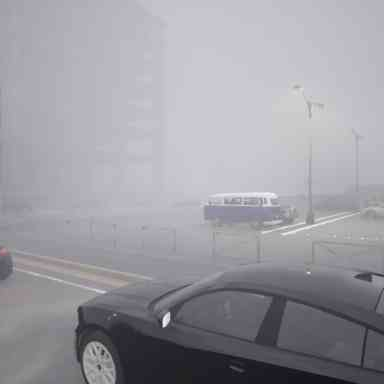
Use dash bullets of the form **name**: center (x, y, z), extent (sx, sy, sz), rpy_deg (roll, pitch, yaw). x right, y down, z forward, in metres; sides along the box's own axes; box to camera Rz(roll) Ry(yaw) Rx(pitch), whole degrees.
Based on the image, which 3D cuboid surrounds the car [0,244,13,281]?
- **car**: center (-6.485, 1.564, 8.610), extent (4.181, 1.385, 1.994), rpy_deg (0, 0, 36)

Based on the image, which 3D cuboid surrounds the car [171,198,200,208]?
- **car**: center (-0.769, 1.545, 46.473), extent (1.895, 1.301, 4.718), rpy_deg (0, 0, 35)

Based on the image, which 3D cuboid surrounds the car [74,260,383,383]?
- **car**: center (0.836, 1.478, 3.399), extent (5.008, 1.535, 1.882), rpy_deg (0, 0, 36)

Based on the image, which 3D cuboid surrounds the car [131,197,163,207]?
- **car**: center (-6.766, 1.492, 50.438), extent (2.033, 1.411, 5.357), rpy_deg (0, 0, 36)

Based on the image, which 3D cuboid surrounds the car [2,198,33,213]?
- **car**: center (-18.776, 1.422, 33.579), extent (1.882, 1.535, 5.008), rpy_deg (0, 0, 36)

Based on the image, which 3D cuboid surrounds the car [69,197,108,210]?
- **car**: center (-12.932, 1.422, 41.782), extent (1.882, 1.535, 5.008), rpy_deg (0, 0, 35)

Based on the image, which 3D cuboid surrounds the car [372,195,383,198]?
- **car**: center (17.926, 1.153, 29.302), extent (4.605, 1.855, 1.932), rpy_deg (0, 0, 36)

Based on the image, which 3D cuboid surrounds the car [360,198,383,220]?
- **car**: center (14.701, 1.395, 24.750), extent (3.806, 1.475, 1.970), rpy_deg (0, 0, 36)
